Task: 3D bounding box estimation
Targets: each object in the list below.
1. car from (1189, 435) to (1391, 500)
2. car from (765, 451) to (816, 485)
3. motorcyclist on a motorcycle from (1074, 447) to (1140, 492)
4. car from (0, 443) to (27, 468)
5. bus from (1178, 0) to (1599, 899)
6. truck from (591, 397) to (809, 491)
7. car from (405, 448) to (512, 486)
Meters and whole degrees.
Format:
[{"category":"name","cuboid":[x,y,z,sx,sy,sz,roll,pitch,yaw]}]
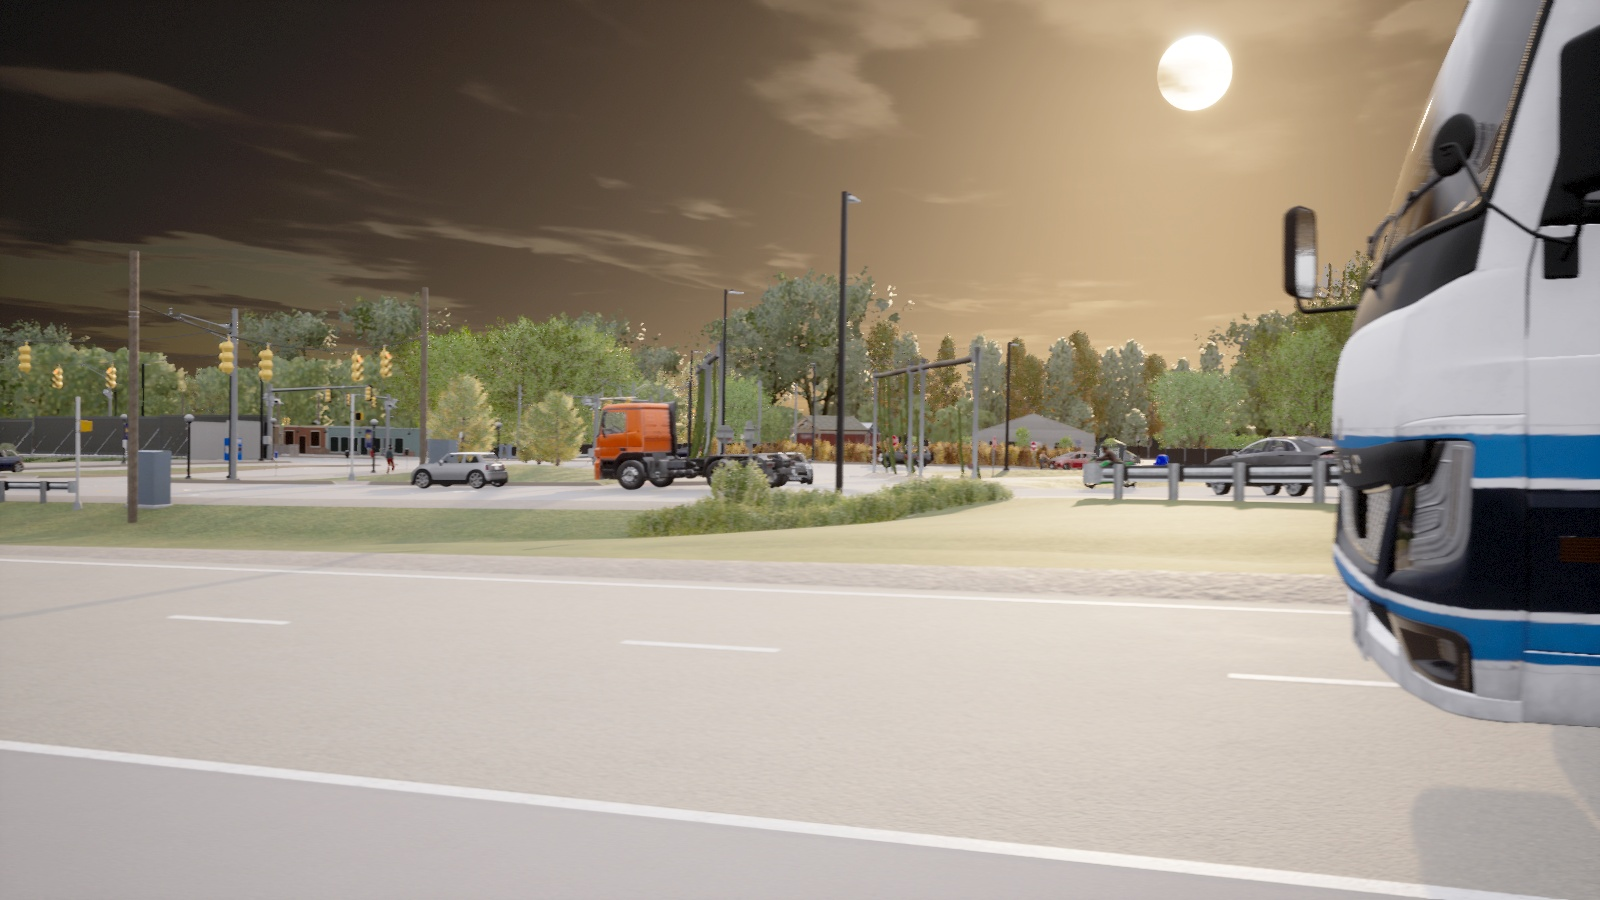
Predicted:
[{"category":"car","cuboid":[12.281,0.476,31.879,2.128,1.511,4.902,1,-2,-18]},{"category":"car","cuboid":[-0.494,0.809,58.247,1.970,1.475,3.806,1,-1,-6]},{"category":"motorcyclist on a motorcycle","cuboid":[10.580,0.666,43.269,2.044,1.523,0.797,-1,-1,36]},{"category":"car","cuboid":[-48.631,0.309,75.092,1.970,1.475,3.806,1,1,14]},{"category":"bus","cuboid":[6.822,-0.599,4.569,10.273,4.253,3.944,0,1,19]},{"category":"truck","cuboid":[-3.894,-0.245,48.694,7.936,3.462,2.891,0,1,22]},{"category":"car","cuboid":[-14.156,0.684,52.113,3.806,1.475,1.970,0,1,18]}]
